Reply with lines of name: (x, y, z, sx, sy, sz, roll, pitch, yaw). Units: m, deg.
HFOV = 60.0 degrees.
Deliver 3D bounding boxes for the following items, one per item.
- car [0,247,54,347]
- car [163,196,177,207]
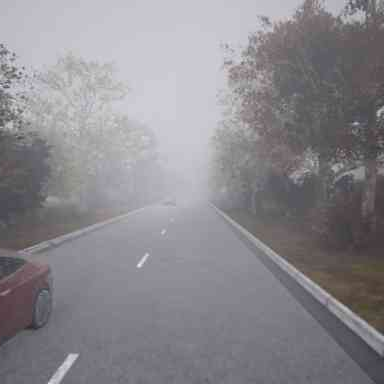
car: (-3.335, 1.500, 4.139, 1.812, 1.442, 4.674, 0, 0, 0)
car: (-3.049, 1.302, 47.341, 2.033, 1.411, 5.357, 0, 0, 1)
